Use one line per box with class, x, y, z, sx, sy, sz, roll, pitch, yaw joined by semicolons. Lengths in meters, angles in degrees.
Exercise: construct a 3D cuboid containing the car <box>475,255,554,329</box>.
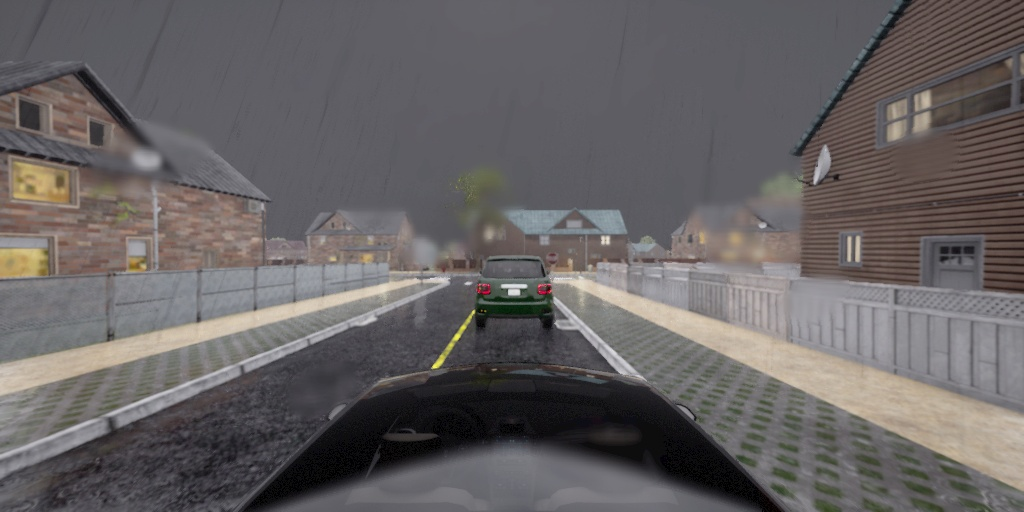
car;0.091;1.009;11.638;2.150;2.045;5.566;0;0;1
